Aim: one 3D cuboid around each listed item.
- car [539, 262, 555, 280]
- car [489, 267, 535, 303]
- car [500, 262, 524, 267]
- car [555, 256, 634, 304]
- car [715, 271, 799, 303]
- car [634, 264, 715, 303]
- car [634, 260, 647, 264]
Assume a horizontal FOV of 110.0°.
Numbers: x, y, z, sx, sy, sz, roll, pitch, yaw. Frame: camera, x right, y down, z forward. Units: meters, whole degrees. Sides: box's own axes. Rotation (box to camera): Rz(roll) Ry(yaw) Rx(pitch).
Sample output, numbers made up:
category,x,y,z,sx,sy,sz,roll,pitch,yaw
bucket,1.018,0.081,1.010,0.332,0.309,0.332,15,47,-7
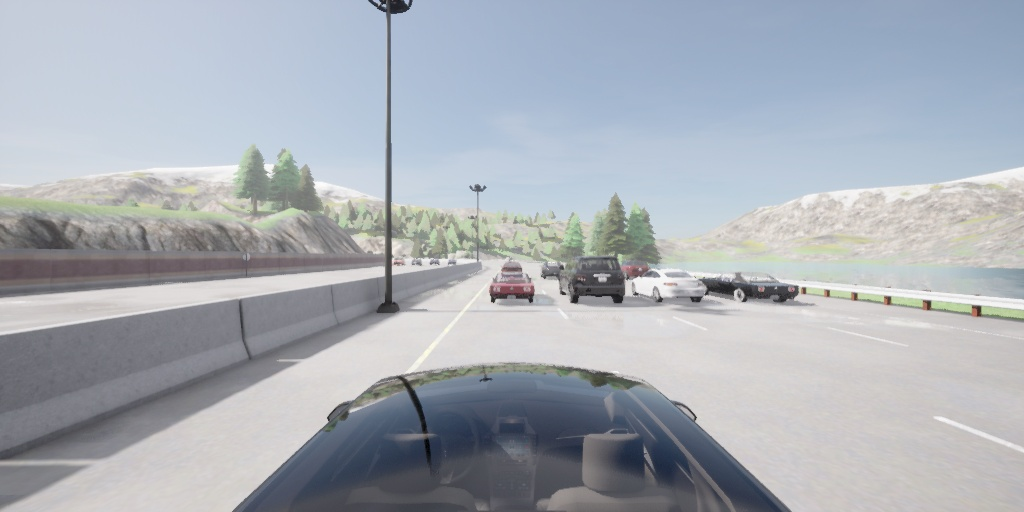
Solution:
category,x,y,z,sx,sy,sz,roll,pitch,yaw
car,3.500,1.243,31.500,2.128,1.511,4.902,0,0,0
car,0.000,1.363,16.530,1.895,1.301,4.718,0,0,0
car,0.000,1.232,31.500,1.882,1.535,5.008,0,0,0
car,3.500,1.005,16.530,2.150,2.045,5.566,0,0,0
car,10.500,1.364,16.530,1.895,1.301,4.718,0,0,0
car,7.000,1.280,16.500,1.812,1.442,4.674,0,0,0
car,10.500,1.114,31.470,2.097,1.767,4.553,0,0,0
